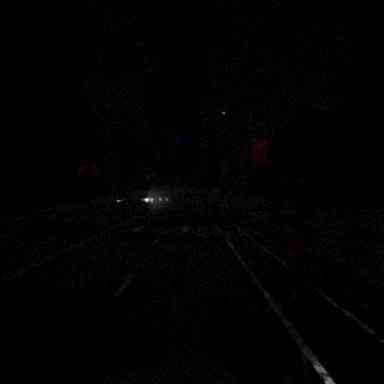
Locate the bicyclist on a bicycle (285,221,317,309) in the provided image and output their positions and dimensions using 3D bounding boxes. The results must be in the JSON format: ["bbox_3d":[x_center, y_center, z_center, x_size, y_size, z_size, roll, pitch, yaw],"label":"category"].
[{"bbox_3d":[2.259,1.450,6.909,0.582,1.620,1.656,0,0,0],"label":"bicyclist on a bicycle"}]

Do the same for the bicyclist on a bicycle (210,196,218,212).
[{"bbox_3d":[2.202,1.194,32.999,0.866,1.612,1.509,-1,1,1],"label":"bicyclist on a bicycle"}]

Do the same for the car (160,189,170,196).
[{"bbox_3d":[-6.506,0.091,79.017,2.097,1.767,4.553,0,1,0],"label":"car"}]

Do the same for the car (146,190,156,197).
[{"bbox_3d":[-9.756,0.261,78.991,2.128,1.511,4.902,0,1,0],"label":"car"}]

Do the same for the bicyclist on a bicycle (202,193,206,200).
[{"bbox_3d":[2.224,0.936,62.254,0.866,1.612,1.509,0,1,0],"label":"bicyclist on a bicycle"}]
